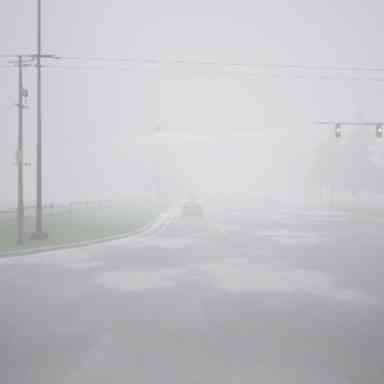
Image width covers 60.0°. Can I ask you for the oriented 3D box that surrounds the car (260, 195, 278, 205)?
[{"bbox_3d":[13.998,1.574,59.742,2.033,1.411,5.357,0,0,0],"label":"car"}]

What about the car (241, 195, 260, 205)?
[{"bbox_3d":[10.498,1.552,60.009,1.812,1.442,4.674,0,0,0],"label":"car"}]

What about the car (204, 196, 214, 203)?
[{"bbox_3d":[3.498,1.504,70.283,1.812,1.442,4.674,0,0,0],"label":"car"}]

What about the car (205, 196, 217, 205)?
[{"bbox_3d":[3.498,1.591,60.454,1.994,1.385,4.181,0,0,0],"label":"car"}]

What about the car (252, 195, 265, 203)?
[{"bbox_3d":[13.998,1.474,70.282,1.837,1.490,4.892,0,0,0],"label":"car"}]

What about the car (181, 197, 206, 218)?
[{"bbox_3d":[-0.001,1.491,30.050,1.882,1.535,5.008,0,0,0],"label":"car"}]

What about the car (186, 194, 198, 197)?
[{"bbox_3d":[-0.002,1.531,59.882,1.837,1.490,4.892,0,0,0],"label":"car"}]

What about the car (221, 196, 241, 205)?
[{"bbox_3d":[6.998,1.574,59.818,2.033,1.411,5.357,0,0,0],"label":"car"}]

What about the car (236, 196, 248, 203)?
[{"bbox_3d":[10.498,1.498,70.282,1.812,1.442,4.674,0,0,0],"label":"car"}]
